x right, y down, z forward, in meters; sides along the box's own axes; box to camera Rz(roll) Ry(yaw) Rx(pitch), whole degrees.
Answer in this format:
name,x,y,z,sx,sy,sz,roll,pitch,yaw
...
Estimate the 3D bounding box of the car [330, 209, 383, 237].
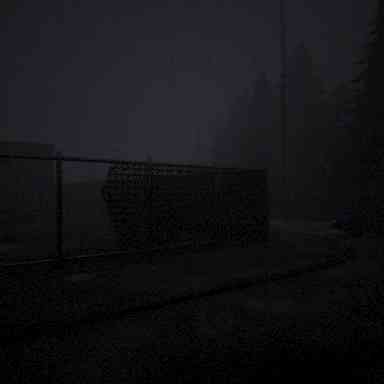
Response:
name,x,y,z,sx,sy,sz,roll,pitch,yaw
car,9.531,1.539,15.961,2.033,1.411,5.357,0,0,-40
